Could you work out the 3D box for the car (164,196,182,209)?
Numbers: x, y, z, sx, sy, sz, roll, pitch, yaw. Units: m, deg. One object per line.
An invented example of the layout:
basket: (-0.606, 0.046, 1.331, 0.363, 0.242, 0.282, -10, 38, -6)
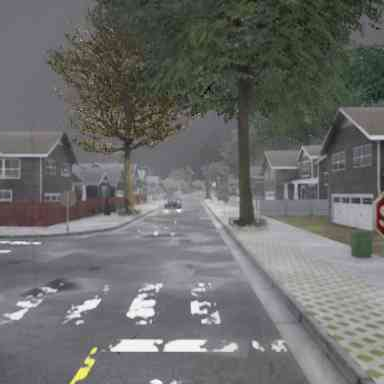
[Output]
car: (-2.469, 1.261, 43.580, 2.097, 1.767, 4.553, 0, 0, 0)
